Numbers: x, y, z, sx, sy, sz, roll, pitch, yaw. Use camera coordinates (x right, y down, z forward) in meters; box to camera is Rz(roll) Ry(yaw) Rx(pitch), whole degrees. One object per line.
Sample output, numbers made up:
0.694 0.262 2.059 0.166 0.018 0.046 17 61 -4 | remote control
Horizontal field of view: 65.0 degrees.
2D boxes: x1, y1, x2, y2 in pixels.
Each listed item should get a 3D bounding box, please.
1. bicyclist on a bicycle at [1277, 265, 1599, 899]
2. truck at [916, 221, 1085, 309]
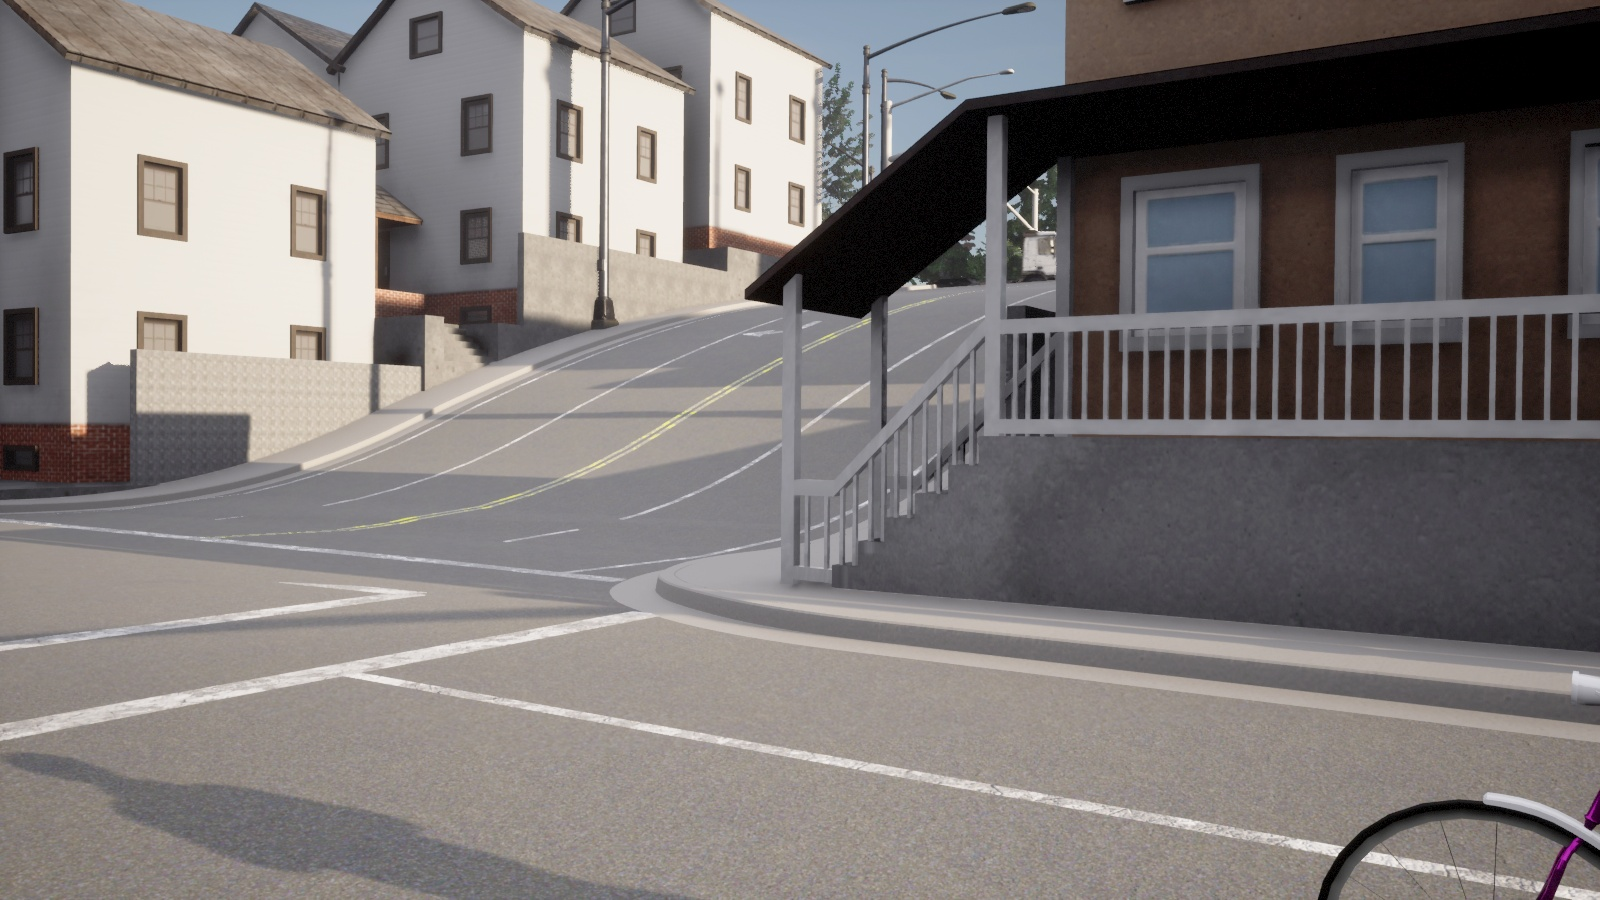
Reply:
1.928 0.552 2.340 1.843 1.776 0.659 0 1 34 | bicyclist on a bicycle
10.038 -9.203 63.246 7.936 3.462 2.891 0 1 33 | truck
